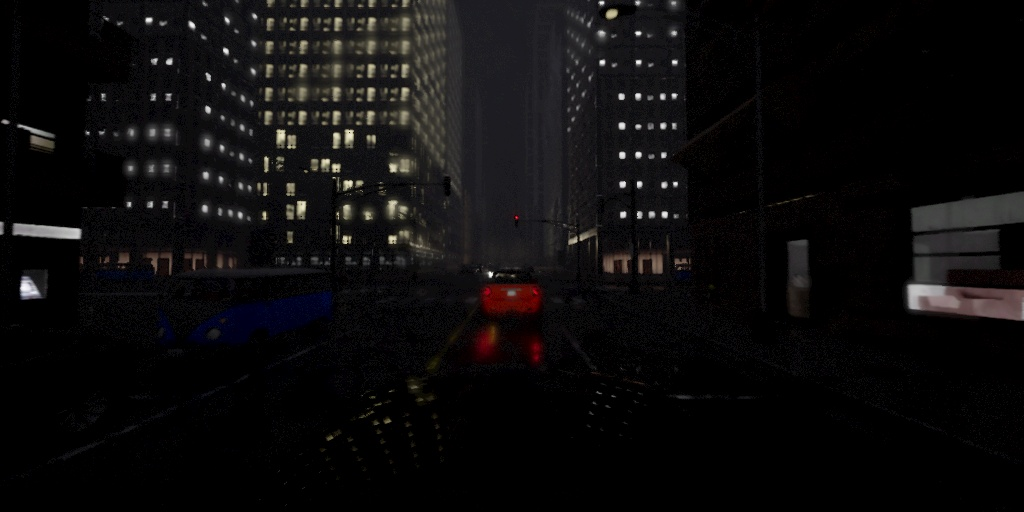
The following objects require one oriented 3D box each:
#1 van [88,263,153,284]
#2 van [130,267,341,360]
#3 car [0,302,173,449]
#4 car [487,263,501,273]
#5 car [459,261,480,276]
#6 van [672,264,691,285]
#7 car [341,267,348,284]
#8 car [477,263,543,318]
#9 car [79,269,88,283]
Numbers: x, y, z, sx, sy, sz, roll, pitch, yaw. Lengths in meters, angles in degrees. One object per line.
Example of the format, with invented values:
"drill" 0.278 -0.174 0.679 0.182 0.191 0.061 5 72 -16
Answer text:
"van" -33.439 1.507 30.963 3.998 1.789 1.690 0 0 0
"van" -5.826 1.177 8.301 1.690 1.789 3.998 0 0 0
"car" -5.656 1.330 2.760 1.948 1.339 4.313 0 0 0
"car" -3.048 2.023 61.585 2.128 1.511 4.902 0 -1 1
"car" -5.693 1.772 46.363 1.967 1.591 4.097 0 0 0
"van" 15.980 1.582 30.855 3.998 1.789 1.690 0 0 0
"car" -16.494 1.629 30.927 4.097 1.591 1.967 0 0 0
"car" -0.010 1.260 13.812 2.097 1.767 4.553 0 -1 0
"car" -39.088 1.709 30.976 4.403 1.370 2.007 0 0 0
